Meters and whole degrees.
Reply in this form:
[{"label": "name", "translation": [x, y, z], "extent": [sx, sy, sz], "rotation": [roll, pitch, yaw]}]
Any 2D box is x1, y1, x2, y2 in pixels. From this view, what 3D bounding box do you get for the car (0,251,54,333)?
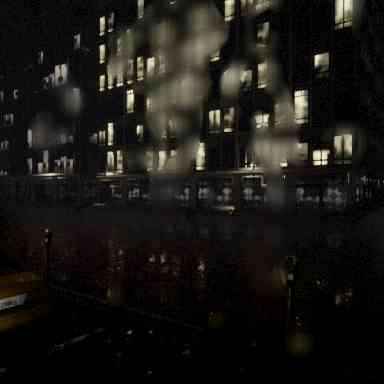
[{"label": "car", "translation": [-4.456, 1.526, 6.033], "extent": [4.829, 1.417, 1.752], "rotation": [0, 0, 35]}]
